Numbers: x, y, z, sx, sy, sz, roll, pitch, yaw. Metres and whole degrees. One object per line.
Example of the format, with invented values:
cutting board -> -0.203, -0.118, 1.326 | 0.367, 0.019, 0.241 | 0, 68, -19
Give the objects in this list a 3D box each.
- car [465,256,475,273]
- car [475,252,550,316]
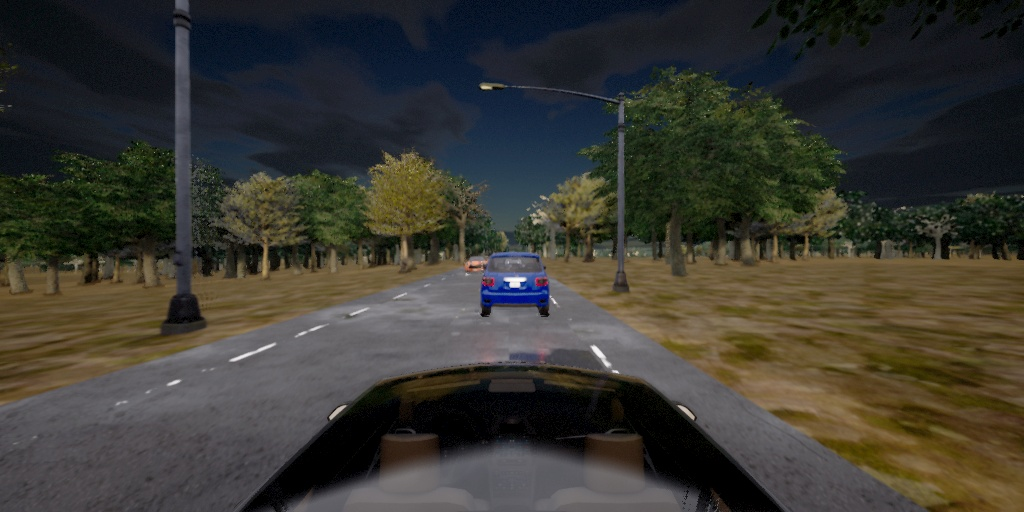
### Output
car -> -3.588, 0.761, 36.920 | 2.097, 1.767, 4.553 | 0, 1, 0
car -> 0.095, 0.883, 13.010 | 2.150, 2.045, 5.566 | 0, 1, 0
